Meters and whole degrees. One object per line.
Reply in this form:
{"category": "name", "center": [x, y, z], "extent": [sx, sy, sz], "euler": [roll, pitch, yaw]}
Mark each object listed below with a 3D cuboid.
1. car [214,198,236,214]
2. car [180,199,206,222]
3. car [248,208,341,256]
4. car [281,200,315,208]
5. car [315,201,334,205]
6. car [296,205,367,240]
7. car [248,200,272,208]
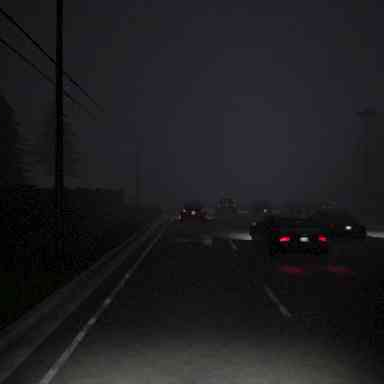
{"category": "car", "center": [3.611, 1.440, 36.755], "extent": [2.097, 1.767, 4.553], "euler": [0, 0, 0]}
{"category": "car", "center": [0.107, 1.569, 26.799], "extent": [2.163, 1.488, 4.792], "euler": [0, 0, 0]}
{"category": "car", "center": [3.603, 1.580, 13.199], "extent": [2.033, 1.411, 5.357], "euler": [0, 0, 0]}
{"category": "car", "center": [10.609, 1.560, 34.343], "extent": [1.882, 1.535, 5.008], "euler": [0, 0, 0]}
{"category": "car", "center": [14.110, 1.635, 36.534], "extent": [2.033, 1.411, 5.357], "euler": [0, 0, 0]}
{"category": "car", "center": [7.104, 1.605, 17.103], "extent": [1.994, 1.385, 4.181], "euler": [0, 0, 0]}
{"category": "car", "center": [7.110, 1.589, 34.807], "extent": [1.837, 1.490, 4.892], "euler": [0, 0, 0]}
